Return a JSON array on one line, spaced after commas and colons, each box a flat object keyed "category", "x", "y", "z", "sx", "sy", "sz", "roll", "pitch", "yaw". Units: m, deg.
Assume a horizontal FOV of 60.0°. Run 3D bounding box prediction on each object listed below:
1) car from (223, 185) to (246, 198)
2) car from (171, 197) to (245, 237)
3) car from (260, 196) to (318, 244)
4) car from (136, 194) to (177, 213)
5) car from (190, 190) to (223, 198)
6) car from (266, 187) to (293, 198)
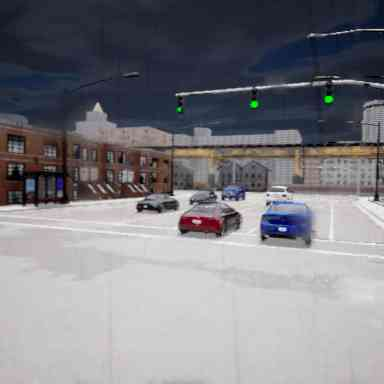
[{"category": "car", "x": 5.709, "y": 0.121, "z": 44.960, "sx": 2.150, "sy": 2.045, "sz": 5.566, "roll": 2, "pitch": 2, "yaw": 23}, {"category": "car", "x": 0.982, "y": 1.156, "z": 15.579, "sx": 1.994, "sy": 1.385, "sz": 4.181, "roll": 2, "pitch": 2, "yaw": 23}, {"category": "car", "x": 4.263, "y": 1.165, "z": 14.349, "sx": 1.882, "sy": 1.535, "sz": 5.008, "roll": 2, "pitch": 2, "yaw": 23}, {"category": "car", "x": -2.558, "y": 0.822, "z": 25.616, "sx": 1.994, "sy": 1.385, "sz": 4.181, "roll": 2, "pitch": 2, "yaw": 23}, {"category": "car", "x": 1.309, "y": 0.596, "z": 34.685, "sx": 1.837, "sy": 1.490, "sz": 4.892, "roll": 2, "pitch": 2, "yaw": 23}, {"category": "car", "x": 9.305, "y": 0.451, "z": 35.173, "sx": 2.150, "sy": 2.045, "sz": 5.566, "roll": 2, "pitch": 2, "yaw": 23}]
